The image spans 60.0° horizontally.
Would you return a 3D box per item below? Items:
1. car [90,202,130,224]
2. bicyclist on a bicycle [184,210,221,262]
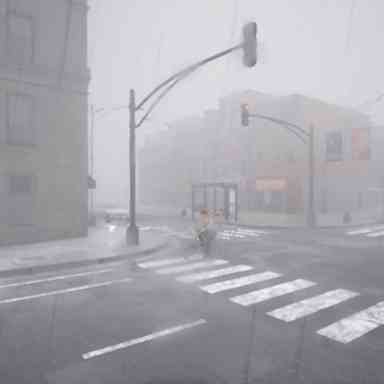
[{"bbox_3d":[-6.144,1.499,24.940,1.812,1.442,4.674,0,0,-38],"label":"car"},{"bbox_3d":[0.343,1.387,10.632,1.509,1.612,0.866,-1,0,-36],"label":"bicyclist on a bicycle"}]
